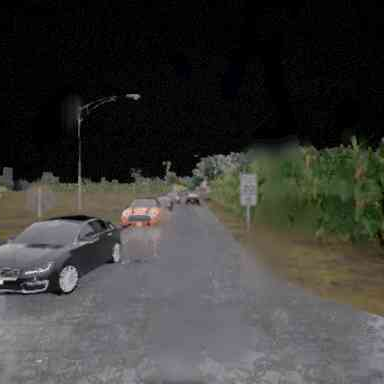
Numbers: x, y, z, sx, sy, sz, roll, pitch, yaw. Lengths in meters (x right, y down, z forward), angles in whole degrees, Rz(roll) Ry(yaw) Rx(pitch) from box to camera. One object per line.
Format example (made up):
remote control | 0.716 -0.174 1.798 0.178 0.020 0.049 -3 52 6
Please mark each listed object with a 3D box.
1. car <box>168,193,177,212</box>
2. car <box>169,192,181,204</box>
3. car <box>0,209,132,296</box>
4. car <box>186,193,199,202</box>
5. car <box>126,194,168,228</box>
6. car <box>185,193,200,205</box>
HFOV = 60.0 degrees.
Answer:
car | -2.797 1.130 32.825 1.837 1.490 4.892 0 0 0
car | -2.709 0.800 47.221 2.097 1.767 4.553 0 1 1
car | -3.294 1.415 8.616 1.837 1.490 4.892 0 0 7
car | 0.086 0.893 56.240 1.994 1.385 4.181 0 1 0
car | -2.819 1.128 20.061 2.097 1.767 4.553 0 1 0
car | 0.069 0.933 45.818 1.882 1.535 5.008 0 1 0
